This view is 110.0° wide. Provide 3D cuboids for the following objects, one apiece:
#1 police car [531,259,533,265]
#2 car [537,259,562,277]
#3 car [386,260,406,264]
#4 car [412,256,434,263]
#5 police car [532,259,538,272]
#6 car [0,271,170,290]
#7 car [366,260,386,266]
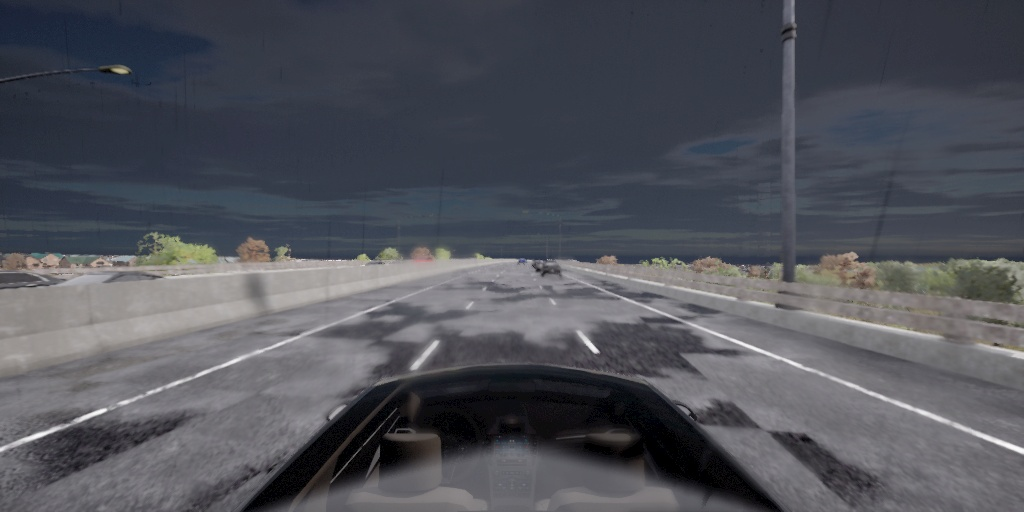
[{"bbox_3d":[4.385,1.244,57.578,1.930,1.638,5.238,0,0,2],"label":"police car"},{"bbox_3d":[3.820,1.244,35.630,1.882,1.535,5.008,0,0,1],"label":"car"},{"bbox_3d":[-16.768,1.339,53.683,1.994,1.385,4.181,0,0,2],"label":"car"},{"bbox_3d":[-13.272,1.007,53.762,2.150,2.045,5.566,0,0,2],"label":"car"},{"bbox_3d":[4.066,1.291,46.550,2.038,1.542,4.974,0,0,1],"label":"police car"},{"bbox_3d":[-14.048,1.258,12.454,1.812,1.442,4.674,0,0,0],"label":"car"},{"bbox_3d":[-20.266,1.333,53.793,1.994,1.385,4.181,0,0,2],"label":"car"}]
